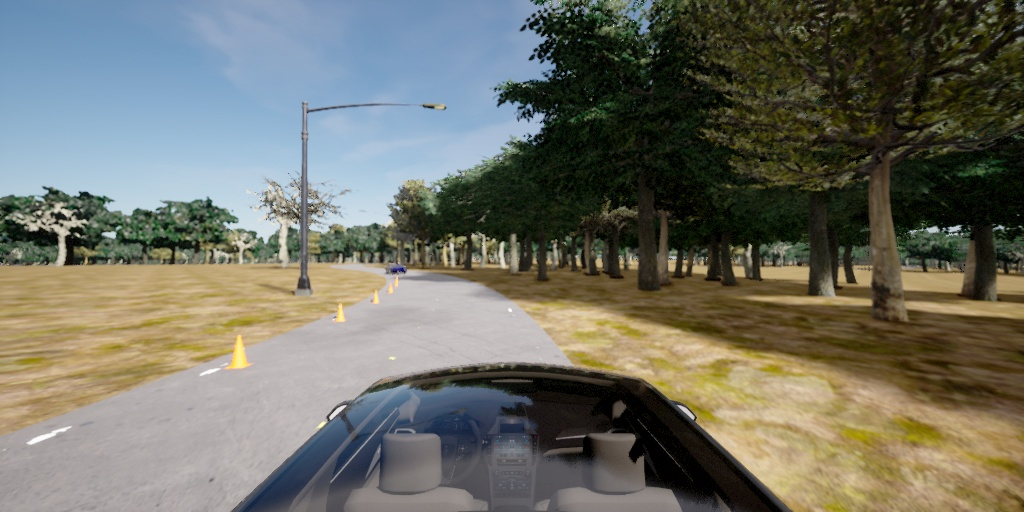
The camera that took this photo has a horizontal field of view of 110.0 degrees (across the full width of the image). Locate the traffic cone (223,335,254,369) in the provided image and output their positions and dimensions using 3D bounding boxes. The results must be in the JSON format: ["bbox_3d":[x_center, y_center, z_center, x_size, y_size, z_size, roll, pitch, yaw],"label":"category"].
[{"bbox_3d":[-5.061,1.757,6.649,0.340,0.580,0.340,0,0,-4],"label":"traffic cone"}]

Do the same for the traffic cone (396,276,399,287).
[{"bbox_3d":[-8.320,1.893,25.775,0.340,0.580,0.340,0,0,-16],"label":"traffic cone"}]

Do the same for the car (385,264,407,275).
[{"bbox_3d":[-14.385,1.611,44.349,1.895,1.301,4.718,0,0,-28],"label":"car"}]

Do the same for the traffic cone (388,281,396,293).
[{"bbox_3d":[-7.132,1.867,21.064,0.340,0.580,0.340,0,0,-13],"label":"traffic cone"}]

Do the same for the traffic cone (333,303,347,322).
[{"bbox_3d":[-5.500,1.799,11.488,0.340,0.580,0.340,0,0,-7],"label":"traffic cone"}]

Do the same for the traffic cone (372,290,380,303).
[{"bbox_3d":[-6.191,1.836,16.297,0.340,0.580,0.340,0,0,-10],"label":"traffic cone"}]
